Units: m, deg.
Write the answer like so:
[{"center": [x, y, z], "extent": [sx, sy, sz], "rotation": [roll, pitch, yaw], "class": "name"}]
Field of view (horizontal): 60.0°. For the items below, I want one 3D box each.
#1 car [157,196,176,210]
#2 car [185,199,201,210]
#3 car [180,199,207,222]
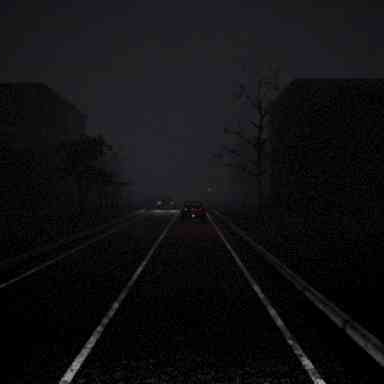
[{"center": [-3.093, 1.286, 41.392], "extent": [2.097, 1.767, 4.553], "rotation": [0, 0, 0], "class": "car"}, {"center": [0.095, 1.543, 43.025], "extent": [1.895, 1.301, 4.718], "rotation": [0, 0, 0], "class": "car"}, {"center": [0.097, 1.448, 25.713], "extent": [2.128, 1.511, 4.902], "rotation": [0, 0, 0], "class": "car"}]
